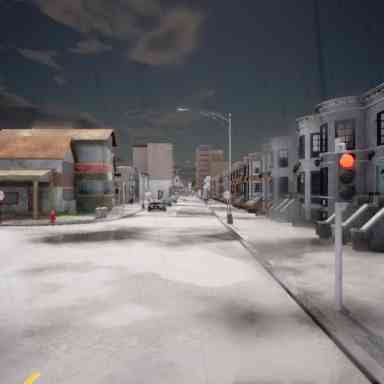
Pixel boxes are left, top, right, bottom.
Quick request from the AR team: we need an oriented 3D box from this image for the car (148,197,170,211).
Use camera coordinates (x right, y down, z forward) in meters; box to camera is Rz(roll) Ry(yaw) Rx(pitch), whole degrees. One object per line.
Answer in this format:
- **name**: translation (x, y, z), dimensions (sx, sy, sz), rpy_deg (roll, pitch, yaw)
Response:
- **car**: translation (-4.042, 1.564, 39.550), dimensions (1.994, 1.385, 4.181), rpy_deg (0, 0, 0)

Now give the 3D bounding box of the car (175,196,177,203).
- **car**: translation (-3.887, 1.547, 66.878), dimensions (2.033, 1.411, 5.357), rpy_deg (0, 0, 0)

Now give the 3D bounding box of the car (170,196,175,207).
- **car**: translation (-4.012, 1.505, 50.768), dimensions (1.837, 1.490, 4.892), rpy_deg (0, 0, 0)
